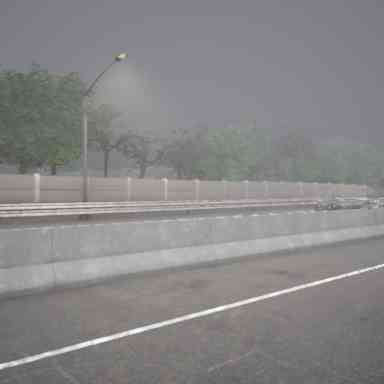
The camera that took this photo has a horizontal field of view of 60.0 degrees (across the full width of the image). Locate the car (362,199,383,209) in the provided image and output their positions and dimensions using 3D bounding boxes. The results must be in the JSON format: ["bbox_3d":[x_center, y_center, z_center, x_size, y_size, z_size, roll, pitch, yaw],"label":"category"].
[{"bbox_3d":[21.013,1.493,35.982,4.902,1.511,2.128,0,0,-35],"label":"car"}]

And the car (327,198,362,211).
[{"bbox_3d":[17.934,1.561,38.097,4.181,1.385,1.994,0,0,-35],"label":"car"}]

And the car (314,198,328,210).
[{"bbox_3d":[16.887,1.503,40.765,4.892,1.490,1.837,0,0,-38],"label":"car"}]
